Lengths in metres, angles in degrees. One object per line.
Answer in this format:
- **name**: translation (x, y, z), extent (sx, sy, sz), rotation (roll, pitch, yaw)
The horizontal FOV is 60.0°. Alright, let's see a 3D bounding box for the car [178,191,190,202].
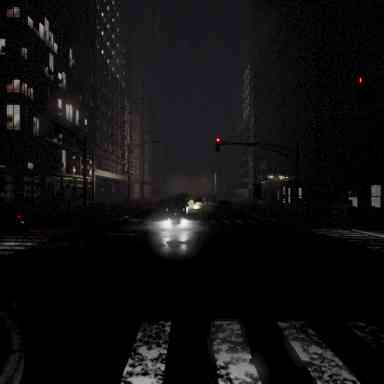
- **car**: translation (-1.587, 0.834, 67.509), extent (2.150, 2.045, 5.566), rotation (0, 0, 0)

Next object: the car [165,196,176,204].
- **car**: translation (-4.135, 1.564, 63.846), extent (1.947, 1.339, 4.313), rotation (0, 0, 0)

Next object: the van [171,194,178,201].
- **van**: translation (-4.215, 1.321, 80.429), extent (1.690, 1.788, 3.998), rotation (0, 0, 0)

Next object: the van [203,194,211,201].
- **van**: translation (3.665, 1.321, 80.467), extent (1.690, 1.788, 3.998), rotation (0, 0, 0)

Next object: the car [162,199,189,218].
- **car**: translation (-1.482, 1.619, 30.958), extent (1.895, 1.301, 4.718), rotation (0, 0, -1)

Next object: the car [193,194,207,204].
- **car**: translation (1.271, 1.524, 62.996), extent (1.812, 1.442, 4.674), rotation (0, 0, 0)

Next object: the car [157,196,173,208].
- **car**: translation (-4.055, 1.592, 47.264), extent (1.802, 1.307, 4.206), rotation (0, 0, 0)

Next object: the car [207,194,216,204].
- **car**: translation (3.746, 1.313, 63.884), extent (2.192, 1.841, 5.009), rotation (0, 0, 0)

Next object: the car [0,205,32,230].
- **car**: translation (-11.946, 1.403, 19.077), extent (4.718, 1.301, 1.895), rotation (1, 0, -2)

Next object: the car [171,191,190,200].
- **car**: translation (-1.607, 1.228, 51.781), extent (2.150, 2.045, 5.566), rotation (0, 0, 0)

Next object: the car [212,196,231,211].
- **car**: translation (3.902, 1.579, 41.776), extent (1.947, 1.339, 4.313), rotation (0, 0, 0)

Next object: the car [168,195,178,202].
- **car**: translation (-4.188, 1.426, 74.902), extent (1.967, 1.590, 4.097), rotation (0, 0, 0)

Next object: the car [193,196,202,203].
- **car**: translation (1.145, 1.528, 73.303), extent (2.033, 1.411, 5.357), rotation (0, 0, 0)

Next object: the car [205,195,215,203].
- **car**: translation (3.719, 1.432, 69.412), extent (1.967, 1.590, 4.097), rotation (0, 0, 0)
